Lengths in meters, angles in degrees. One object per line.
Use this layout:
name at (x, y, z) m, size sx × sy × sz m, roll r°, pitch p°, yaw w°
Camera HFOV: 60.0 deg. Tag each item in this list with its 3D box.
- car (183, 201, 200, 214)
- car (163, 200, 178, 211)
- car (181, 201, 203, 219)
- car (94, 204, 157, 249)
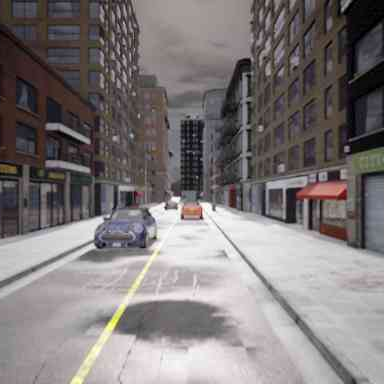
car at (-0.073, 1.922, 42.989) m, size 2.033 × 1.411 × 5.357 m, roll 0°, pitch 0°, yaw 0°
car at (-3.003, 1.943, 48.263) m, size 1.812 × 1.442 × 4.674 m, roll 0°, pitch 0°, yaw 0°
car at (-0.018, 1.643, 32.753) m, size 2.097 × 1.767 × 4.553 m, roll 0°, pitch 0°, yaw 0°
car at (-2.881, 1.493, 15.261) m, size 2.097 × 1.767 × 4.553 m, roll 0°, pitch 0°, yaw 2°
